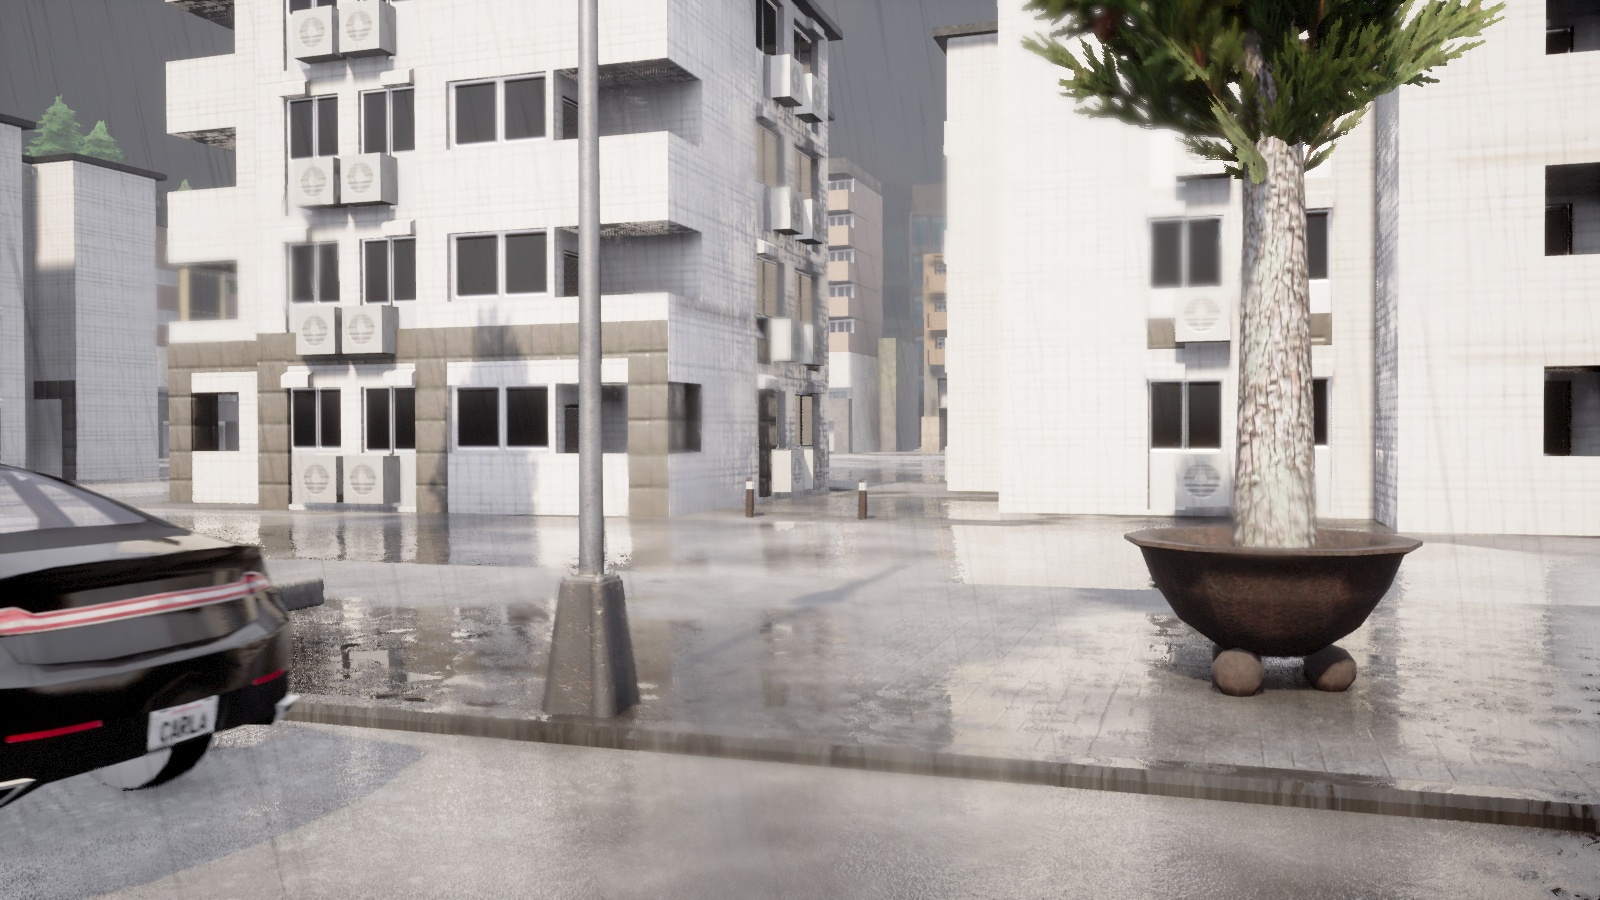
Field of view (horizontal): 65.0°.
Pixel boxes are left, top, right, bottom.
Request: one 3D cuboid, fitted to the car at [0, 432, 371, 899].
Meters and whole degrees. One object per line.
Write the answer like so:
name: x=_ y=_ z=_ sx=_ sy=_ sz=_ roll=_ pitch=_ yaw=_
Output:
car: x=-4.533 y=0.682 z=5.249 sx=4.902 sy=1.511 sz=2.128 roll=1 pitch=1 yaw=19
